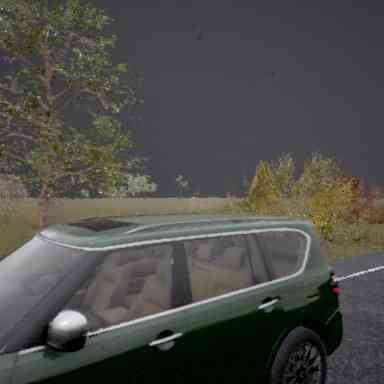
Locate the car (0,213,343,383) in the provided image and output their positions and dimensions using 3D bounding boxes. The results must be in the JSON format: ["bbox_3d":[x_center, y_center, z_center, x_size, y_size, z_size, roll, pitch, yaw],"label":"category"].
[{"bbox_3d":[-0.727,1.276,3.277,5.566,2.045,2.150,1,-1,-37],"label":"car"}]
